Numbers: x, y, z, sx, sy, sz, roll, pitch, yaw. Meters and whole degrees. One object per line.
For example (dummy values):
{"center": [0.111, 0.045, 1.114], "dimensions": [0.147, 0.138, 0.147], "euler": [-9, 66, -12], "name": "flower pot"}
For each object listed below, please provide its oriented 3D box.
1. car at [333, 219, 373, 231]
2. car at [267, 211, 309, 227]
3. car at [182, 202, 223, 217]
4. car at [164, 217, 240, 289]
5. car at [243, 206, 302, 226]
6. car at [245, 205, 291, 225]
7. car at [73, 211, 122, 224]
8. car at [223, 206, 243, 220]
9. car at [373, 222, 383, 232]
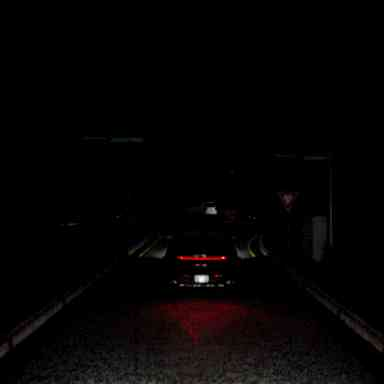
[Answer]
{"center": [21.419, 4.363, 45.198], "dimensions": [2.002, 1.452, 4.674], "euler": [6, -3, -31], "name": "car"}
{"center": [12.483, 3.461, 43.605], "dimensions": [1.946, 1.575, 5.366], "euler": [6, -3, -31], "name": "car"}
{"center": [0.859, 2.224, 40.978], "dimensions": [2.435, 2.045, 5.566], "euler": [1, -2, -31], "name": "car"}
{"center": [0.267, 1.704, 9.729], "dimensions": [1.837, 1.490, 4.892], "euler": [0, -1, 1], "name": "car"}
{"center": [9.083, 2.643, 37.383], "dimensions": [5.566, 2.045, 2.150], "euler": [6, -2, -12], "name": "car"}
{"center": [9.668, 2.927, 42.836], "dimensions": [2.435, 2.045, 5.566], "euler": [7, -4, -32], "name": "car"}
{"center": [-9.925, 2.640, 34.819], "dimensions": [4.718, 1.301, 1.895], "euler": [-2, -2, 2], "name": "car"}
{"center": [3.724, 2.514, 41.636], "dimensions": [2.185, 1.767, 4.553], "euler": [4, -3, -32], "name": "car"}
{"center": [24.377, 4.650, 45.783], "dimensions": [2.002, 1.452, 4.674], "euler": [7, -4, -31], "name": "car"}
